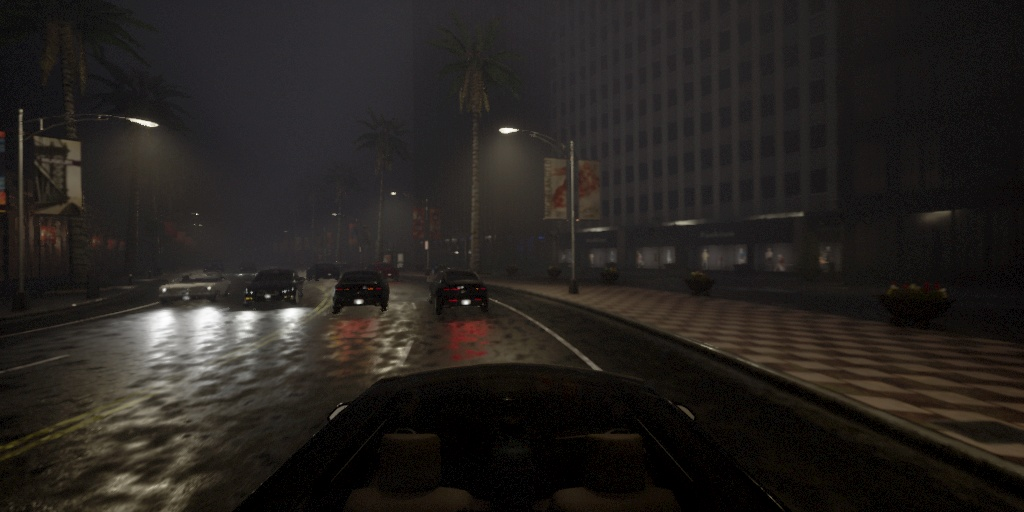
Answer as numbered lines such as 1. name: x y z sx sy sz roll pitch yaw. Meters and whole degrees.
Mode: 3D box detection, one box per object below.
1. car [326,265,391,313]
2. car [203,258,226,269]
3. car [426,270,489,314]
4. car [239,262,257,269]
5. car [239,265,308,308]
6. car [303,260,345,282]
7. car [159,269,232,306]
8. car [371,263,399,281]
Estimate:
1. car: -5.972 1.306 14.479 1.837 1.490 4.892 0 0 -19
2. car: -41.111 1.345 49.549 2.150 2.045 5.566 -1 0 -40
3. car: -2.203 1.272 14.093 1.837 1.490 4.892 0 0 -17
4. car: -36.354 1.545 49.312 1.882 1.535 5.008 -1 0 -40
5. car: -10.606 1.347 16.218 1.837 1.490 4.892 0 0 -26
6. car: -16.539 1.370 31.359 1.882 1.535 5.008 0 0 -39
7. car: -14.852 1.481 17.063 1.895 1.301 4.718 0 0 -30
8. car: -11.122 1.321 30.127 1.882 1.535 5.008 0 0 -37
